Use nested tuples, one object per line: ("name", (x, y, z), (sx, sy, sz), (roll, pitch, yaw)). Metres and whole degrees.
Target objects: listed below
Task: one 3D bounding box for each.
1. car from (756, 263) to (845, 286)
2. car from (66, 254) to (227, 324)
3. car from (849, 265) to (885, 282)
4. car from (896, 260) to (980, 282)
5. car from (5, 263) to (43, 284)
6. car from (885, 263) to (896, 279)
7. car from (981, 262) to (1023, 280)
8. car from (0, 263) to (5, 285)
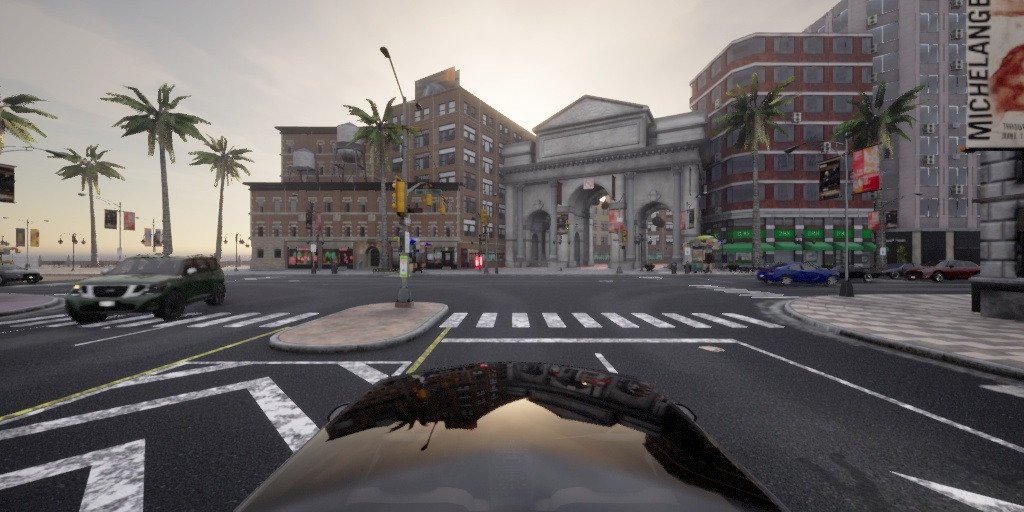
("car", (19.795, 1.227, 24.876), (5.008, 1.535, 1.882), (0, 0, 0))
("car", (-12.181, 0.971, 12.562), (2.150, 2.045, 5.566), (1, 0, -20))
("car", (26.107, 1.351, 28.517), (4.718, 1.301, 1.895), (0, 0, 1))
("car", (34.063, 1.102, 28.363), (4.553, 1.767, 2.097), (0, 0, 2))
("car", (-36.355, 1.255, 25.299), (4.892, 1.490, 1.837), (0, 0, 0))
("car", (34.847, 1.297, 31.902), (5.357, 1.411, 2.033), (0, 0, 1))
("car", (44.748, 1.255, 31.189), (4.892, 1.490, 1.837), (0, 0, 8))
("car", (-35.285, 0.972, 21.791), (5.566, 2.045, 2.150), (0, 0, 0))
